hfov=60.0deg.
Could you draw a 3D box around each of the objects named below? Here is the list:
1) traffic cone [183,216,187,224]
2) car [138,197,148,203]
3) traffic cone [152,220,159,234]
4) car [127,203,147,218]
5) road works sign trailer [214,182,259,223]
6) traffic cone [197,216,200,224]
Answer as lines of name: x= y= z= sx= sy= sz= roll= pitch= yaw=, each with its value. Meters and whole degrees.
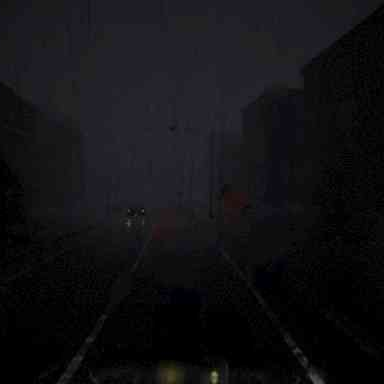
traffic cone: x=-0.527 y=2.087 z=24.474 sx=0.340 sy=0.580 sz=0.340 roll=0 pitch=-1 yaw=-4
car: x=-11.219 y=1.938 z=76.618 sx=1.837 sy=1.490 sz=4.892 roll=0 pitch=2 yaw=-7
traffic cone: x=-2.044 y=1.995 z=18.332 sx=0.340 sy=0.580 sz=0.340 roll=0 pitch=-1 yaw=-5
car: x=-6.054 y=2.108 z=36.348 sx=1.895 sy=1.301 sz=4.718 roll=0 pitch=-2 yaw=-7
road works sign trailer: x=3.262 y=1.046 z=24.246 sx=2.380 sy=2.880 sz=3.560 roll=44 pitch=21 yaw=22
traffic cone: x=0.468 y=2.082 z=24.553 sx=0.340 sy=0.580 sz=0.340 roll=0 pitch=-1 yaw=-5
